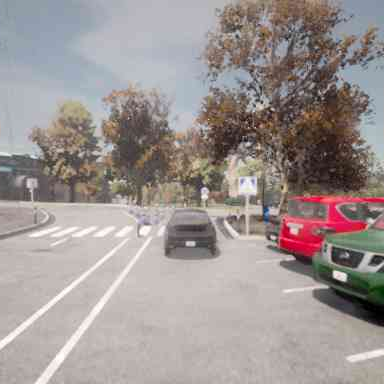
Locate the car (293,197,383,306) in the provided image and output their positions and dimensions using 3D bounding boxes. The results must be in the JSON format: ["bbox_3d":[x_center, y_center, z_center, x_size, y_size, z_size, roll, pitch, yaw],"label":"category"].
[{"bbox_3d":[5.266,1.200,7.008,5.566,2.045,2.435,1,1,-21],"label":"car"}]

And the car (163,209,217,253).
[{"bbox_3d":[-0.079,1.420,13.180,1.837,1.490,4.892,0,0,-1],"label":"car"}]

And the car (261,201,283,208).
[{"bbox_3d":[17.938,2.743,74.899,1.837,1.490,4.892,0,0,-29],"label":"car"}]

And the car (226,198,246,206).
[{"bbox_3d":[11.171,2.443,82.860,5.566,2.045,2.150,0,0,31],"label":"car"}]

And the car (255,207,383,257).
[{"bbox_3d":[5.194,1.410,12.971,4.892,1.521,2.231,1,0,-21],"label":"car"}]

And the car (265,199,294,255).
[{"bbox_3d":[5.277,1.179,10.010,5.566,2.045,2.435,1,0,-21],"label":"car"}]
